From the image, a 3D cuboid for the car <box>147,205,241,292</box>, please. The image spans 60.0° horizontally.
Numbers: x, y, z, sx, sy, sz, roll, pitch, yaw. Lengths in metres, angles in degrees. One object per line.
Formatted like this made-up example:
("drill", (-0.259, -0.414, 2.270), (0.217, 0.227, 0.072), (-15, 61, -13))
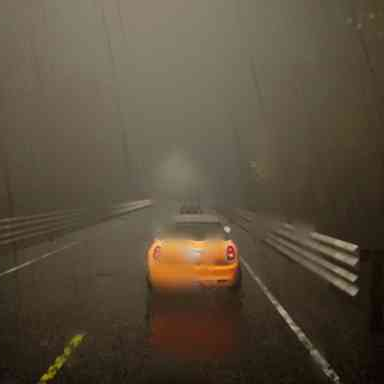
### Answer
("car", (0.043, 1.396, 9.215), (2.097, 1.767, 4.553), (0, 0, 0))
